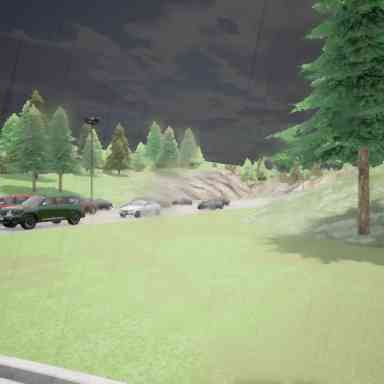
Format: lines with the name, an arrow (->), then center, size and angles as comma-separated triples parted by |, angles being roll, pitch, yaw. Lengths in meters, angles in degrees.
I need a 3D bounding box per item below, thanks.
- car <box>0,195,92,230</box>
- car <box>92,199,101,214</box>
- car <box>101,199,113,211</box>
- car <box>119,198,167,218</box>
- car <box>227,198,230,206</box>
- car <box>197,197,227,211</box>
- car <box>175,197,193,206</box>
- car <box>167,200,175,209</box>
car -> -9.628, 1.222, 21.821 | 2.150, 2.045, 5.566 | 0, 0, 31
car -> -11.513, 1.352, 32.292 | 2.097, 1.767, 4.553 | 0, 0, 31
car -> -11.411, 1.526, 39.240 | 1.812, 1.442, 4.674 | 0, 0, 31
car -> -4.575, 1.526, 30.252 | 1.812, 1.442, 4.674 | 0, 0, 31
car -> 4.366, 1.540, 51.775 | 1.837, 1.490, 4.892 | 0, 0, 31
car -> 2.335, 1.563, 41.738 | 1.994, 1.385, 4.181 | 0, 0, 31
car -> -1.636, 1.601, 55.377 | 1.994, 1.385, 4.181 | 0, 0, 31
car -> -4.635, 1.563, 43.732 | 1.994, 1.385, 4.181 | 0, 0, 31
